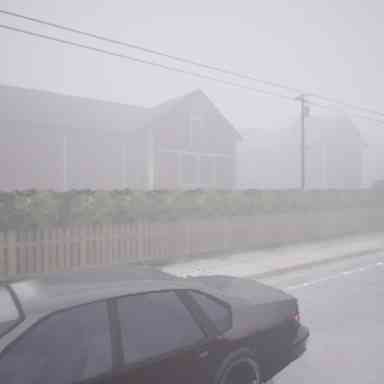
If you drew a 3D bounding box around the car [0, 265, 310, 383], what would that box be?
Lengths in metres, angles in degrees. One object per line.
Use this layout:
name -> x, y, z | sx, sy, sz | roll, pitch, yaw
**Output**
car -> -1.132, 1.543, 3.184 | 5.357, 1.411, 2.033 | 0, 0, -35
